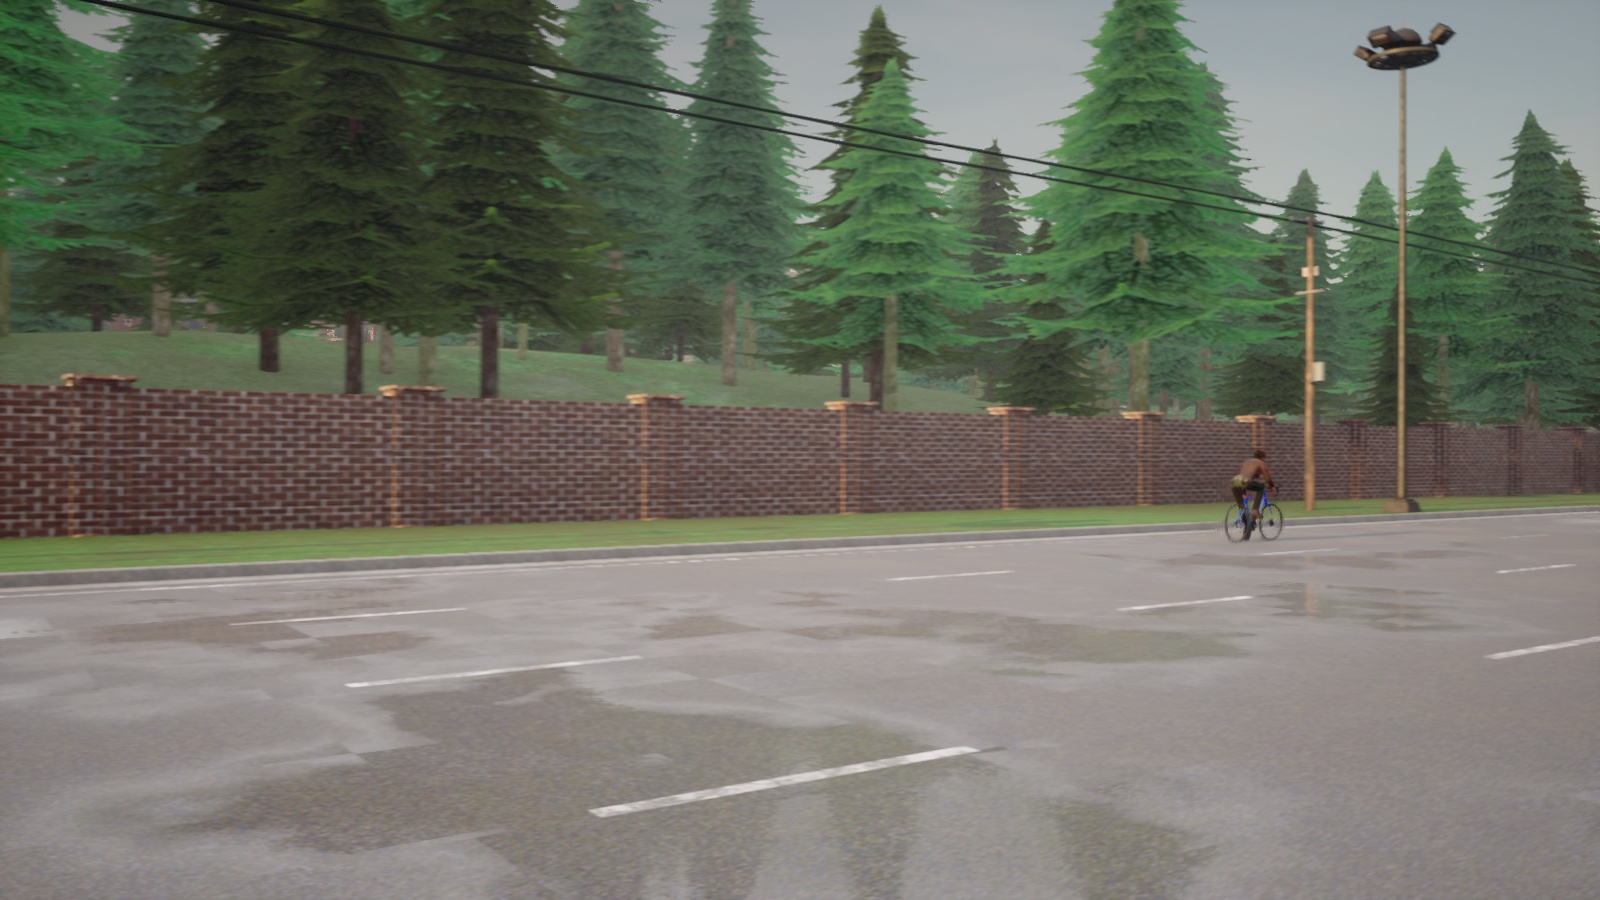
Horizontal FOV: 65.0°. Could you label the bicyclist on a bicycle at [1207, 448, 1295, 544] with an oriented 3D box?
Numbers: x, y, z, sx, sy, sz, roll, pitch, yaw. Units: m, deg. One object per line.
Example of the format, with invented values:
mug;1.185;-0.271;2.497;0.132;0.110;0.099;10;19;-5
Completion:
bicyclist on a bicycle;7.887;0.787;21.940;1.656;1.620;0.582;0;0;-35
